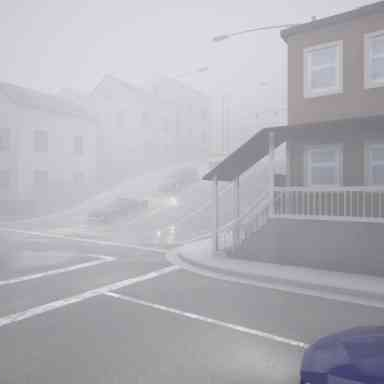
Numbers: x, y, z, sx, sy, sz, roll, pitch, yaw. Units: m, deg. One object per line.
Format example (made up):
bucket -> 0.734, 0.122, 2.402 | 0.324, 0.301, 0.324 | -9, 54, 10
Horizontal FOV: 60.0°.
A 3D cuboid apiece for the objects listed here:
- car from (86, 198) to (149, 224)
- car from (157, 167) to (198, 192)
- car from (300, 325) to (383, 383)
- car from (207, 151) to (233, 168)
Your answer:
car -> -5.361, 1.256, 24.187 | 1.895, 1.301, 4.718 | 0, 12, 34
car -> -1.275, -1.268, 30.157 | 1.837, 1.490, 4.892 | 0, 20, 34
car -> 2.981, 1.526, 1.838 | 4.674, 1.442, 1.812 | 0, 0, 36
car -> 3.515, -3.732, 37.090 | 1.882, 1.535, 5.008 | 0, 13, 35
